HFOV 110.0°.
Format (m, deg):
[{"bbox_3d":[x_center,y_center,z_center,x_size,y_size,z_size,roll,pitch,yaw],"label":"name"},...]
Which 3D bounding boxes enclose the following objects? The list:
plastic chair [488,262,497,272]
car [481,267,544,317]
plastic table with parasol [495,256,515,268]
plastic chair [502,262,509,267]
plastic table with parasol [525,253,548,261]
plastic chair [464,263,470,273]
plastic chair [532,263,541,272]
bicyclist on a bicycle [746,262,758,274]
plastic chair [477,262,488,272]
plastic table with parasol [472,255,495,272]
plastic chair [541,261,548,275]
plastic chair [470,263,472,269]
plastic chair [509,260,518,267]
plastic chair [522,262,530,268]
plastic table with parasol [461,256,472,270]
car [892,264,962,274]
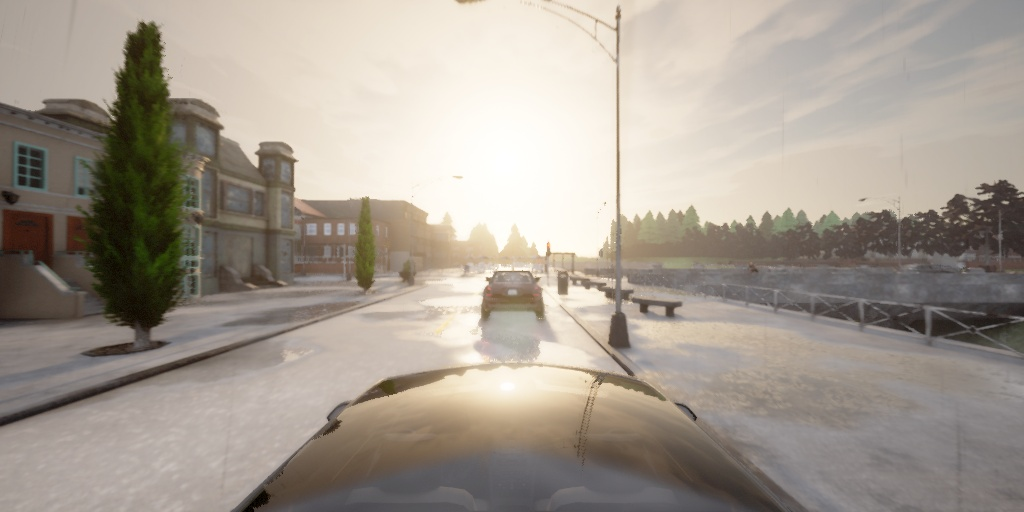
[{"bbox_3d":[-2.952,1.732,53.718,0.730,1.272,0.750,0,0,0],"label":"plastic chair"},{"bbox_3d":[0.042,1.209,13.791,2.097,1.767,4.553,0,0,1],"label":"car"},{"bbox_3d":[-1.201,1.189,60.817,2.482,2.480,2.482,0,0,0],"label":"plastic table with parasol"},{"bbox_3d":[-1.251,1.783,59.618,0.750,1.272,0.730,0,0,0],"label":"plastic chair"},{"bbox_3d":[3.588,1.122,53.087,2.482,2.480,2.482,0,0,0],"label":"plastic table with parasol"},{"bbox_3d":[-7.048,1.780,59.250,0.750,1.272,0.730,0,0,-1],"label":"plastic chair"},{"bbox_3d":[3.448,1.715,51.817,0.750,1.272,0.730,0,0,0],"label":"plastic chair"},{"bbox_3d":[19.817,1.342,29.630,0.582,1.620,1.656,0,-1,0],"label":"bicyclist on a bicycle"},{"bbox_3d":[-4.352,1.722,52.618,0.750,1.272,0.730,0,0,0],"label":"plastic chair"},{"bbox_3d":[-4.232,1.129,53.838,2.482,2.480,2.482,0,0,0],"label":"plastic table with parasol"},{"bbox_3d":[4.848,1.725,52.917,0.730,1.272,0.750,0,0,0],"label":"plastic chair"},{"bbox_3d":[-5.552,1.733,53.918,0.730,1.272,0.750,0,0,0],"label":"plastic chair"},{"bbox_3d":[0.149,1.793,60.717,0.730,1.272,0.750,0,0,0],"label":"plastic chair"},{"bbox_3d":[2.248,1.727,53.117,0.730,1.272,0.750,0,0,0],"label":"plastic chair"},{"bbox_3d":[-7.121,1.186,60.428,2.482,2.480,2.482,0,0,0],"label":"plastic table with parasol"},{"bbox_3d":[39.019,1.536,33.927,4.892,1.490,1.837,0,0,0],"label":"car"}]
